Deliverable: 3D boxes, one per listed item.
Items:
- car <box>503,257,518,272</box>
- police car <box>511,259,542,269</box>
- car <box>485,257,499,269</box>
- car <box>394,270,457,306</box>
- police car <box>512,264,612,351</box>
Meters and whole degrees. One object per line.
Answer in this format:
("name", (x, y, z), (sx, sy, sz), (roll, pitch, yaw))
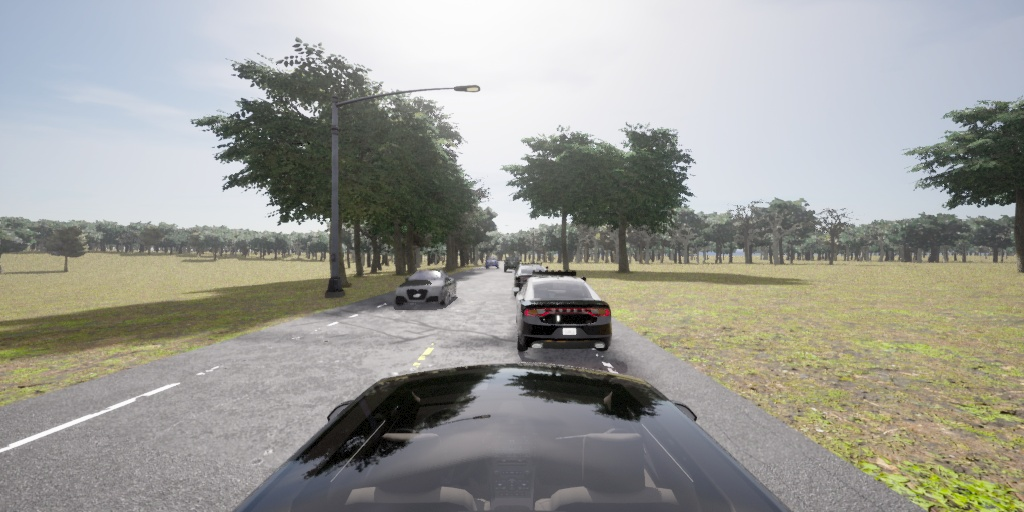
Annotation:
("car", (0.018, 1.106, 48.488), (2.150, 2.045, 5.566), (0, -1, 0))
("police car", (1.045, 1.172, 19.128), (1.930, 1.638, 5.238), (0, 0, 0))
("car", (-3.519, 1.236, 63.258), (2.150, 2.045, 5.566), (0, -1, 0))
("car", (-3.604, 1.310, 15.600), (1.994, 1.385, 4.181), (0, 0, 0))
("police car", (1.048, 1.173, 9.126), (1.930, 1.638, 5.238), (0, 0, 0))
